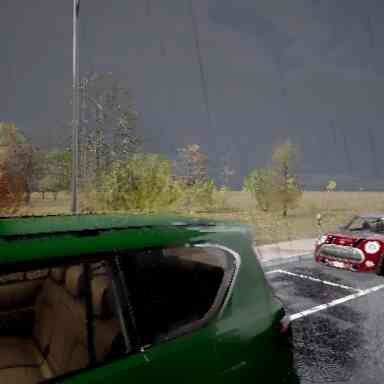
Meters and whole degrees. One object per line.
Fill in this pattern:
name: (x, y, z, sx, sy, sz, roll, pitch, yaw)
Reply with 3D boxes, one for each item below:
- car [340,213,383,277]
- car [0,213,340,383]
car: (5.538, 1.400, 10.031, 4.097, 1.590, 1.967, 0, 1, -35)
car: (-1.776, 1.224, 1.804, 5.566, 2.045, 2.150, 0, 0, -35)
